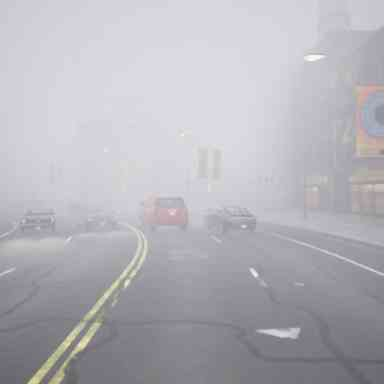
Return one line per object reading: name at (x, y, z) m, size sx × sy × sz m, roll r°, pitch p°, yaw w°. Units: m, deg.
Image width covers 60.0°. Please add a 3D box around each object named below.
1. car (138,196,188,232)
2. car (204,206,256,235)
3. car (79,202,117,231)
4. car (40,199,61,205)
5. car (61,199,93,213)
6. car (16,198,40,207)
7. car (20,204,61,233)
car at (-1.843, 1.279, 20.720) m, size 2.150 × 2.045 × 5.566 m, roll 0°, pitch 0°, yaw -17°
car at (2.069, 1.545, 19.249) m, size 2.128 × 1.511 × 4.902 m, roll 0°, pitch 0°, yaw -13°
car at (-6.022, 1.584, 21.394) m, size 1.812 × 1.442 × 4.674 m, roll 0°, pitch 0°, yaw -22°
car at (-20.458, 1.733, 50.867) m, size 4.718 × 1.301 × 1.895 m, roll 0°, pitch 0°, yaw 30°
car at (-12.358, 1.579, 37.158) m, size 5.008 × 1.535 × 1.882 m, roll 0°, pitch 0°, yaw 44°
car at (-25.762, 1.664, 53.038) m, size 4.674 × 1.452 × 2.002 m, roll 0°, pitch 0°, yaw 20°
car at (-9.166, 1.656, 20.157) m, size 1.895 × 1.301 × 4.718 m, roll 0°, pitch 0°, yaw -21°
